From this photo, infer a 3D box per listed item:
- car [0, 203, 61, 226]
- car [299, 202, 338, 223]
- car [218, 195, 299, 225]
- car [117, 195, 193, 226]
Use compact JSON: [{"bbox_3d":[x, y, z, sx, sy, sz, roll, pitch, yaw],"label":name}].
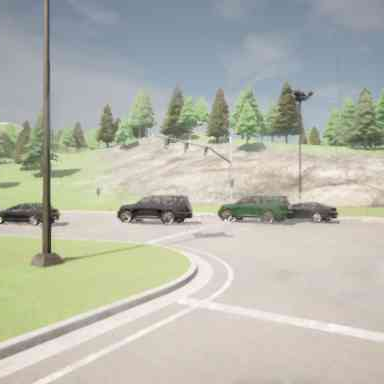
[{"bbox_3d":[-11.605,1.521,23.296,4.892,1.490,1.837,0,0,17],"label":"car"},{"bbox_3d":[8.759,1.523,25.961,4.892,1.490,1.837,0,-1,42],"label":"car"},{"bbox_3d":[4.632,1.239,24.788,5.566,2.045,2.150,0,-1,35],"label":"car"},{"bbox_3d":[-2.642,1.238,23.829,5.566,2.045,2.150,0,0,21],"label":"car"}]
